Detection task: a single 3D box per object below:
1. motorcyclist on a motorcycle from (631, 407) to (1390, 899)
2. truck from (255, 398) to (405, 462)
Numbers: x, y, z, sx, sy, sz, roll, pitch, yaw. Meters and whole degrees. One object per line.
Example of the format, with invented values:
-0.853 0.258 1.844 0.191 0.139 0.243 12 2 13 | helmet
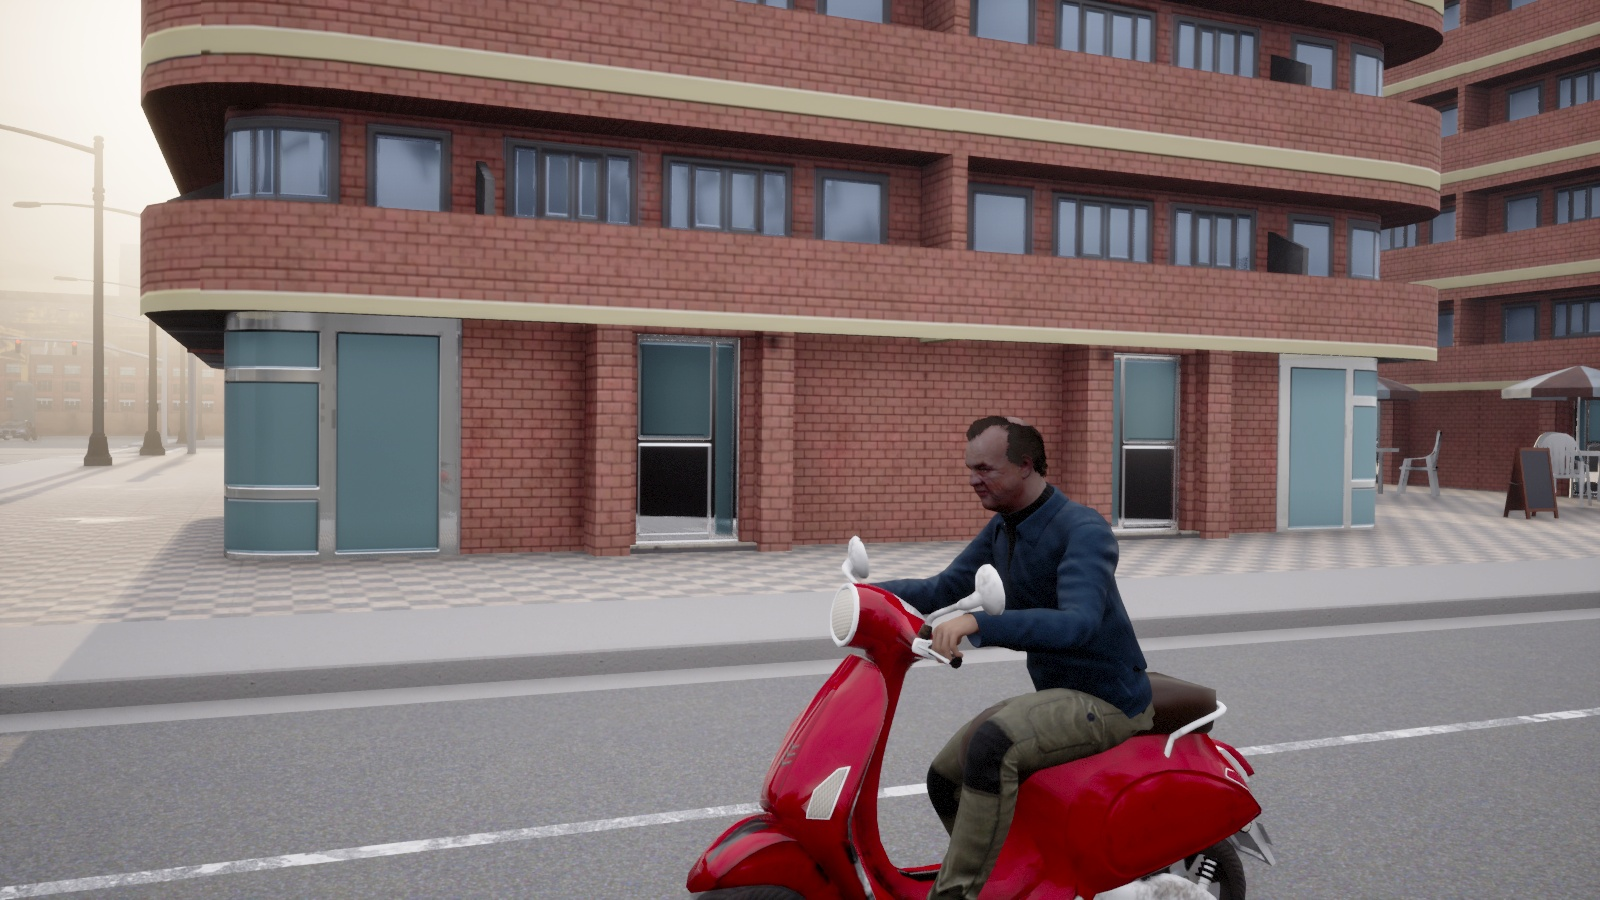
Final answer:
0.546 0.691 3.382 1.817 1.590 0.866 -1 1 -21 | motorcyclist on a motorcycle
-27.304 -1.214 73.036 7.936 3.462 2.891 -2 1 -23 | truck
